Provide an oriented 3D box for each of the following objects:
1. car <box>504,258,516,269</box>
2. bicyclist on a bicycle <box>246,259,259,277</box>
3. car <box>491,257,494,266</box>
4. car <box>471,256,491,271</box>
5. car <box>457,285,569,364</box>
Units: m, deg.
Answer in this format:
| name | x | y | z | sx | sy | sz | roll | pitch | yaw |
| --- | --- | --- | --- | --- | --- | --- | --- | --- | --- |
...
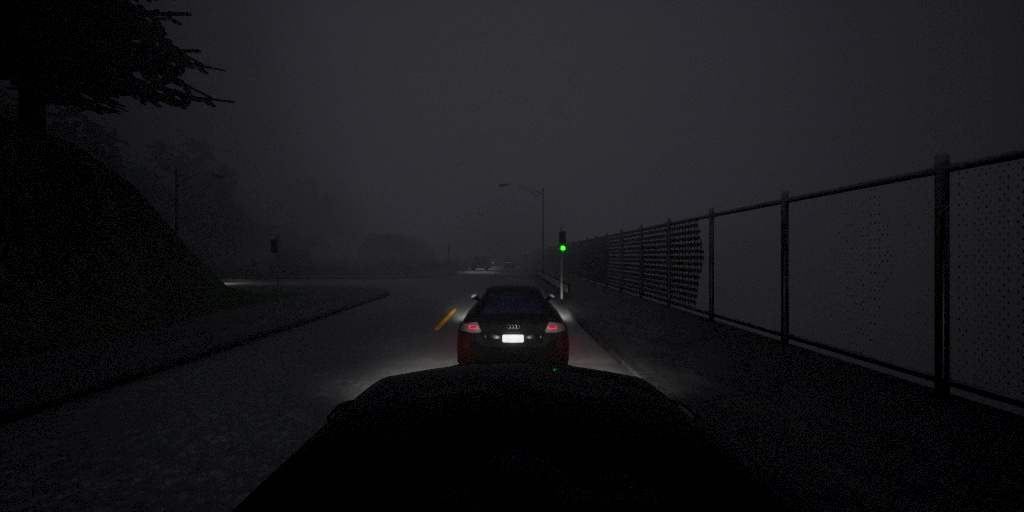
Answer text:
| name | x | y | z | sx | sy | sz | roll | pitch | yaw |
| --- | --- | --- | --- | --- | --- | --- | --- | --- | --- |
| car | -0.331 | 1.241 | 57.129 | 2.128 | 1.511 | 4.902 | 0 | 0 | 0 |
| bicyclist on a bicycle | -24.040 | 1.098 | 33.266 | 0.582 | 1.620 | 1.656 | 0 | 0 | 0 |
| car | -4.537 | 1.274 | 60.495 | 1.812 | 1.442 | 4.674 | 0 | 0 | 0 |
| car | -4.478 | 0.970 | 50.578 | 2.150 | 2.045 | 5.566 | 0 | 0 | 0 |
| car | 0.020 | 1.314 | 7.848 | 1.994 | 1.385 | 4.181 | 0 | 0 | 0 |
